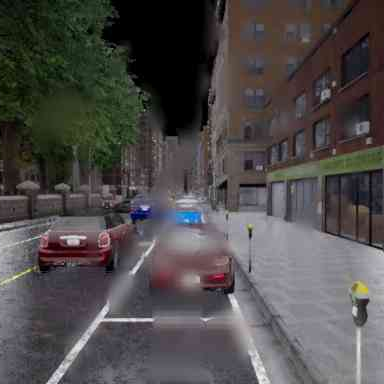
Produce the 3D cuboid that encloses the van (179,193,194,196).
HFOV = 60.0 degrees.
[{"bbox_3d":[-0.290,1.317,36.980,1.690,1.788,3.998,0,0,0],"label":"van"}]

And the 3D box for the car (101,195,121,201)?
[{"bbox_3d":[-8.815,1.291,36.940,2.192,1.841,5.009,0,0,0],"label":"car"}]

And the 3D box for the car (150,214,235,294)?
[{"bbox_3d":[0.004,1.524,8.650,1.812,1.442,4.674,0,0,0],"label":"car"}]

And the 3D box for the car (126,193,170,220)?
[{"bbox_3d":[-3.066,1.210,24.429,2.150,2.045,5.566,0,0,0],"label":"car"}]

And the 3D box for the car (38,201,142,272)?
[{"bbox_3d":[-3.145,1.350,10.938,2.097,1.767,4.553,0,0,0],"label":"car"}]

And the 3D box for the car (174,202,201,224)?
[{"bbox_3d":[-0.290,1.532,25.659,1.887,1.381,4.507,0,0,0],"label":"car"}]

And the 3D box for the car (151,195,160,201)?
[{"bbox_3d":[-8.815,1.432,80.459,1.752,1.417,4.829,0,0,0],"label":"car"}]

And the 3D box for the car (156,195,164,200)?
[{"bbox_3d":[-8.815,1.438,91.530,1.887,1.381,4.507,0,0,0],"label":"car"}]

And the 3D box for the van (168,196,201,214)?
[{"bbox_3d":[-0.290,1.333,19.998,1.690,1.788,3.998,0,0,0],"label":"van"}]

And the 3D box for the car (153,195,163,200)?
[{"bbox_3d":[-8.815,1.451,86.079,2.008,1.369,4.403,0,0,0],"label":"car"}]

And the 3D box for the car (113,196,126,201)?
[{"bbox_3d":[-6.235,1.457,33.573,1.882,1.535,5.008,0,0,0],"label":"car"}]
